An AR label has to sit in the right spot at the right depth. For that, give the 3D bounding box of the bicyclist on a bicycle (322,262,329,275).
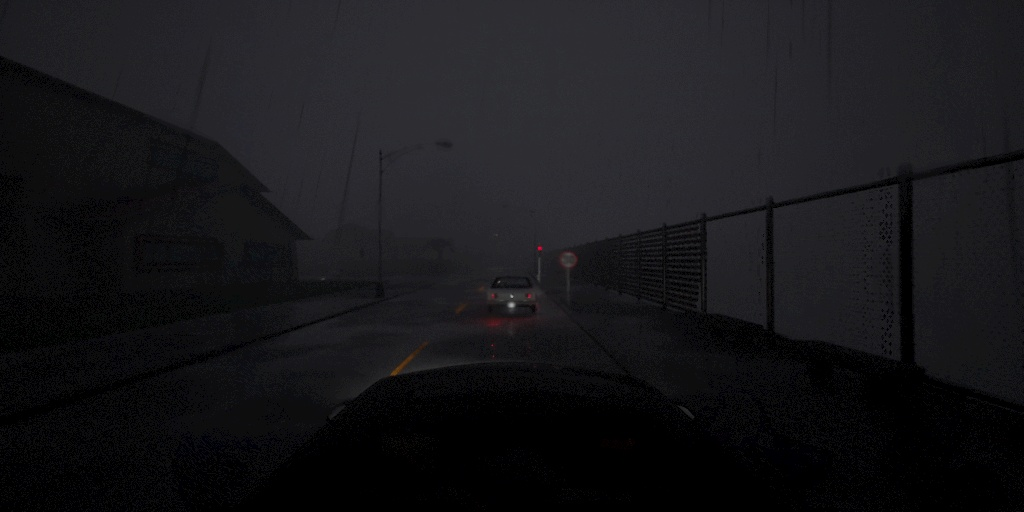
[{"bbox_3d":[-24.071,1.575,46.229,0.582,1.620,1.656,0,0,0],"label":"bicyclist on a bicycle"}]

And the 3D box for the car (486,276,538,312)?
[{"bbox_3d":[0.015,1.494,15.085,1.895,1.301,4.718,0,-1,0],"label":"car"}]
